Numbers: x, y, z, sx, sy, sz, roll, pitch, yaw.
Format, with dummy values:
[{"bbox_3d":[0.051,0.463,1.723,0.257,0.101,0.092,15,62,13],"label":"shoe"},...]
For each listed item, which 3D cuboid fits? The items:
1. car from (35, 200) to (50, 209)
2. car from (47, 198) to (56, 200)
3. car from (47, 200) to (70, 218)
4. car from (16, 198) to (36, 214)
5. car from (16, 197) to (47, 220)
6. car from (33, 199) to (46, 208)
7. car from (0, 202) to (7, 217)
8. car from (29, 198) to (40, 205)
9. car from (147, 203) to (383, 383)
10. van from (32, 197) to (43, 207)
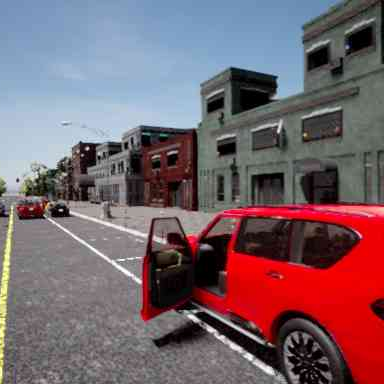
[{"bbox_3d":[-23.971,1.980,53.169,1.802,1.307,4.206,-1,0,-28],"label":"car"},{"bbox_3d":[-16.186,1.796,38.649,1.752,1.417,4.829,-1,0,-28],"label":"car"},{"bbox_3d":[-13.485,1.792,33.610,1.947,1.339,4.313,-1,0,-28],"label":"car"},{"bbox_3d":[-20.467,1.686,40.941,2.097,1.767,4.553,-1,0,-28],"label":"car"},{"bbox_3d":[-15.534,1.606,31.928,2.097,1.767,4.553,-1,0,-30],"label":"car"},{"bbox_3d":[-26.674,1.967,58.209,1.752,1.417,4.829,-1,0,-28],"label":"car"},{"bbox_3d":[-20.567,1.823,34.750,2.128,1.511,4.902,-1,0,-28],"label":"car"},{"bbox_3d":[-34.539,2.094,72.878,1.752,1.417,4.829,-1,0,-28],"label":"car"},{"bbox_3d":[1.363,1.203,5.287,2.150,2.045,5.566,-1,0,-28],"label":"car"},{"bbox_3d":[-29.220,1.824,62.948,1.690,1.788,3.998,-1,0,-28],"label":"van"}]
